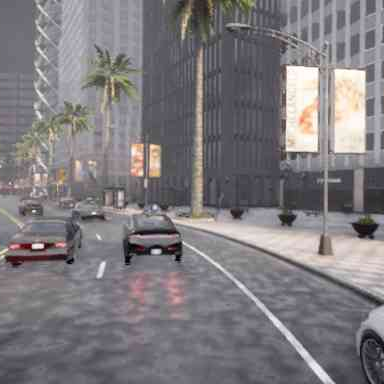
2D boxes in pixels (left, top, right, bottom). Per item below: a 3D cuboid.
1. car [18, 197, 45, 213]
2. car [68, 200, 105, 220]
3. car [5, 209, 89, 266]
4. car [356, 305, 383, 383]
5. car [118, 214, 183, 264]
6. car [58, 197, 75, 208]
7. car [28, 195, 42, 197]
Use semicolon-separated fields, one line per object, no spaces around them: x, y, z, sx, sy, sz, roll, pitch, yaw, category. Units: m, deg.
-15.751;1.493;32.516;1.837;1.490;4.892;1;0;-32;car
-8.653;1.597;27.677;1.994;1.385;4.181;1;0;-31;car
-4.915;1.550;11.642;2.033;1.411;5.357;1;0;-15;car
2.986;1.561;2.221;1.812;1.442;4.674;0;0;-1;car
-1.576;1.526;12.056;2.128;1.511;4.902;1;0;-13;car
-18.020;1.512;48.116;2.231;1.521;4.892;1;0;-33;car
-33.883;1.341;72.839;2.185;1.767;4.553;1;0;-33;car
